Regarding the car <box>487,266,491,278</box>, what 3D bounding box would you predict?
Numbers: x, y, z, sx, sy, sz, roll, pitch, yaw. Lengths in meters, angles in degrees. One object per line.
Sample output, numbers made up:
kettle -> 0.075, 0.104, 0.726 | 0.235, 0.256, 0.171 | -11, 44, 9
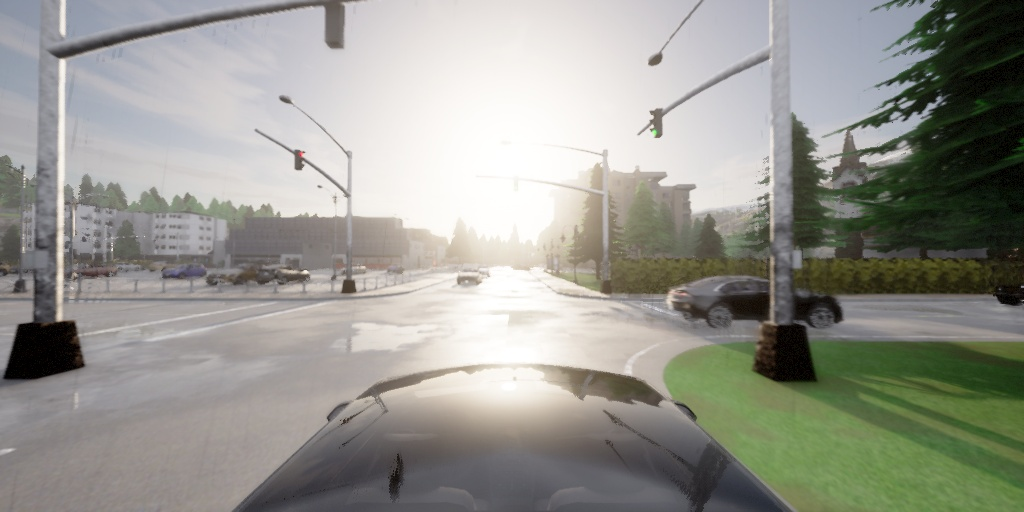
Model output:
car -> -3.603, 1.827, 43.212 | 1.812, 1.442, 4.674 | 0, -1, 0

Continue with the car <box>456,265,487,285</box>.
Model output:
car -> -3.606, 1.690, 31.230 | 2.033, 1.411, 5.357 | 0, -1, 0

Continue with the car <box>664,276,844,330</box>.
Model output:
car -> 7.343, 1.367, 11.108 | 4.902, 1.511, 2.128 | 0, -1, 1

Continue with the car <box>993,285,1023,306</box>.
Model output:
car -> 23.476, 1.529, 15.166 | 4.718, 1.301, 1.895 | 0, -1, -7
